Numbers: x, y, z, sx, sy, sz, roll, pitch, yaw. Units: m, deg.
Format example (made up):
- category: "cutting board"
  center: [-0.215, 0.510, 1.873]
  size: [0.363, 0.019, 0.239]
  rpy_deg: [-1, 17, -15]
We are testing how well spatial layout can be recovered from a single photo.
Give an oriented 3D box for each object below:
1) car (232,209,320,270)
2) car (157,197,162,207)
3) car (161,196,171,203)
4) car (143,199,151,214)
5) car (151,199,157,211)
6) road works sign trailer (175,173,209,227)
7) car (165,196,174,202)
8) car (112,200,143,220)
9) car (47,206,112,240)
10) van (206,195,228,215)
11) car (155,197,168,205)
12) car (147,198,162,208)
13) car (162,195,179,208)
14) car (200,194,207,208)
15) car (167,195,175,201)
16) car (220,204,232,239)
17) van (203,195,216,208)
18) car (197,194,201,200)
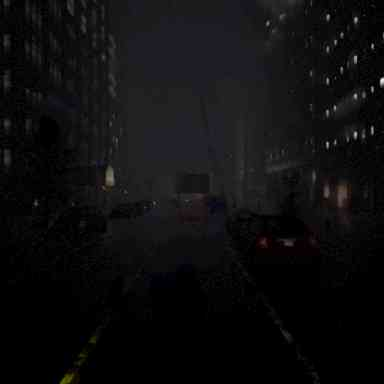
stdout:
- category: "car"
  center: [2.680, 1.458, 11.149]
  size: [1.967, 1.590, 4.097]
  rpy_deg: [-1, 0, 0]
- category: "car"
  center: [-5.707, 1.624, 45.249]
  size: [2.008, 1.369, 4.403]
  rpy_deg: [-1, 0, 0]
- category: "car"
  center: [-5.712, 1.670, 73.666]
  size: [2.008, 1.369, 4.403]
  rpy_deg: [-1, 0, 0]
- category: "car"
  center: [-5.704, 1.621, 33.881]
  size: [1.947, 1.339, 4.313]
  rpy_deg: [-1, 0, 0]
- category: "car"
  center: [-5.705, 1.609, 39.565]
  size: [1.887, 1.381, 4.507]
  rpy_deg: [-1, 0, 0]
- category: "road works sign trailer"
  center: [0.015, 0.502, 23.256]
  size: [2.380, 3.560, 2.880]
  rpy_deg: [0, 0, 0]
- category: "car"
  center: [-5.714, 1.718, 85.034]
  size: [1.802, 1.307, 4.206]
  rpy_deg: [-1, 0, 0]
- category: "car"
  center: [-5.703, 1.597, 28.198]
  size: [2.008, 1.369, 4.403]
  rpy_deg: [-1, 0, 0]
- category: "car"
  center: [-5.702, 1.468, 16.831]
  size: [1.967, 1.590, 4.097]
  rpy_deg: [-1, 0, 0]
- category: "van"
  center: [2.674, 1.396, 33.883]
  size: [1.690, 1.788, 3.998]
  rpy_deg: [-1, 0, 0]
- category: "car"
  center: [-5.710, 1.652, 62.300]
  size: [2.008, 1.369, 4.403]
  rpy_deg: [-1, 0, 0]
- category: "car"
  center: [-5.707, 1.665, 50.932]
  size: [1.802, 1.307, 4.206]
  rpy_deg: [-1, 0, 0]
- category: "car"
  center: [-3.087, 1.573, 50.974]
  size: [2.128, 1.511, 4.902]
  rpy_deg: [0, 0, 0]
- category: "car"
  center: [2.672, 1.389, 45.251]
  size: [2.192, 1.841, 5.009]
  rpy_deg: [-1, 0, 0]
- category: "car"
  center: [-5.717, 1.585, 90.718]
  size: [1.967, 1.590, 4.097]
  rpy_deg: [-1, 0, 0]
- category: "car"
  center: [2.680, 1.553, 17.002]
  size: [1.752, 1.417, 4.829]
  rpy_deg: [-1, 0, 0]
- category: "van"
  center: [2.671, 1.424, 50.934]
  size: [1.690, 1.788, 3.998]
  rpy_deg: [-1, 0, 0]
- category: "car"
  center: [2.668, 1.670, 73.668]
  size: [2.008, 1.369, 4.403]
  rpy_deg: [-1, 0, 0]
